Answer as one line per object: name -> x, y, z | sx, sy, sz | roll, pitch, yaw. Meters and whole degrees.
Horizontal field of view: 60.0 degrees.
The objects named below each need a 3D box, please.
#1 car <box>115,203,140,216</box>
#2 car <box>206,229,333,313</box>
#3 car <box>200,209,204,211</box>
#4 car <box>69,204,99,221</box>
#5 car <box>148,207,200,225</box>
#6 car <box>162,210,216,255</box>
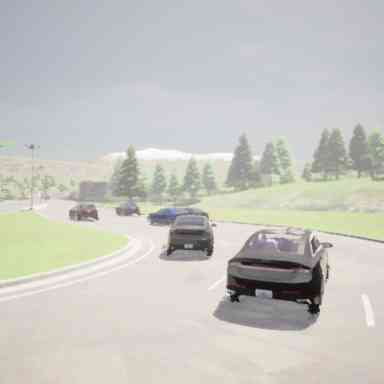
car -> -8.464, 2.172, 43.630 | 2.097, 1.767, 4.553 | 1, -1, -30
car -> 2.291, 1.656, 8.191 | 2.128, 1.511, 4.902 | 0, -1, 24
car -> -0.231, 2.121, 30.991 | 1.812, 1.442, 4.674 | 1, -1, -36
car -> -11.470, 2.004, 35.074 | 2.097, 1.767, 4.553 | 1, -1, -33
car -> -1.840, 1.999, 27.313 | 1.882, 1.535, 5.008 | 1, -1, -36
car -> -0.019, 1.788, 14.639 | 1.837, 1.490, 4.892 | 2, -1, 2
